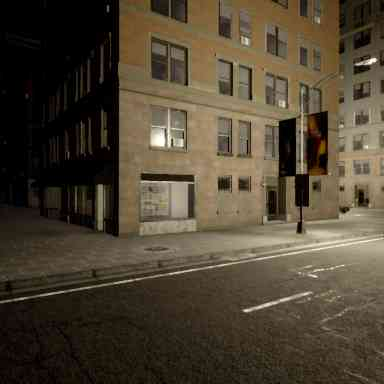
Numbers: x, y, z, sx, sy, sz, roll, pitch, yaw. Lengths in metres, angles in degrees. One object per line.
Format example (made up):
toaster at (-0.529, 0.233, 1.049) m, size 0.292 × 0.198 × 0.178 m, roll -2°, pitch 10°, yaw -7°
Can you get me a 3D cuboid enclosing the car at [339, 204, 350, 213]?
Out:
car at (14.259, 1.546, 34.910) m, size 1.994 × 1.385 × 4.181 m, roll 0°, pitch 0°, yaw -35°
